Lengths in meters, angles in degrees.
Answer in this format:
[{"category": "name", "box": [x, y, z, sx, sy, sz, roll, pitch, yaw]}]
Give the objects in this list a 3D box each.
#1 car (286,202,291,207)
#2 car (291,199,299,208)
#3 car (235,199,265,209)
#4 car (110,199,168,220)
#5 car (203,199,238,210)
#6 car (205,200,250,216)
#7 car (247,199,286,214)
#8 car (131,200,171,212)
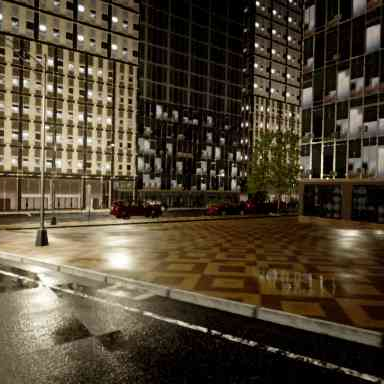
[{"category": "car", "box": [13.607, 1.932, 54.107, 4.206, 1.307, 1.802, 1, 1, -34]}, {"category": "car", "box": [18.279, 1.962, 57.318, 4.313, 1.339, 1.947, 1, 1, -34]}, {"category": "car", "box": [8.935, 1.869, 50.896, 4.313, 1.339, 1.947, 1, 1, -34]}, {"category": "car", "box": [-5.287, 1.642, 31.556, 5.009, 1.841, 2.192, 1, 1, -34]}, {"category": "car", "box": [4.123, 1.781, 47.589, 4.829, 1.417, 1.752, 1, 1, -34]}, {"category": "car", "box": [4.052, 1.964, 37.981, 4.507, 1.381, 1.887, 1, 1, -34]}, {"category": "car", "box": [8.729, 1.780, 41.187, 5.009, 1.841, 2.192, 1, 1, -34]}, {"category": "car", "box": [-5.081, 1.716, 41.264, 4.403, 1.369, 2.008, 1, 1, -34]}]
